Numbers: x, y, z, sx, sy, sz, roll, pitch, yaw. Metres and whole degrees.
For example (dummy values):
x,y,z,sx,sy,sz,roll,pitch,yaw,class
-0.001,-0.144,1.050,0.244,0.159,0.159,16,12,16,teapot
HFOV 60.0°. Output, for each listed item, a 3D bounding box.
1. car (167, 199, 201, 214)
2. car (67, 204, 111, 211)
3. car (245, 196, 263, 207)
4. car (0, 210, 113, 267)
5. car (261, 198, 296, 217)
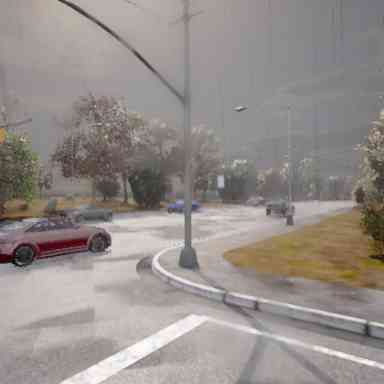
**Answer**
x,y,z,sx,sy,sz,roll,pitch,yaw,class
-0.843,1.566,36.707,1.882,1.535,5.008,-1,1,32,car
-8.122,1.640,25.452,1.994,1.385,4.181,-1,0,34,car
10.378,1.530,54.383,2.097,1.767,4.553,-1,-1,32,car
-4.890,1.553,11.527,1.994,1.385,4.181,-1,0,36,car
8.524,1.513,31.700,1.837,1.490,4.892,0,0,32,car
